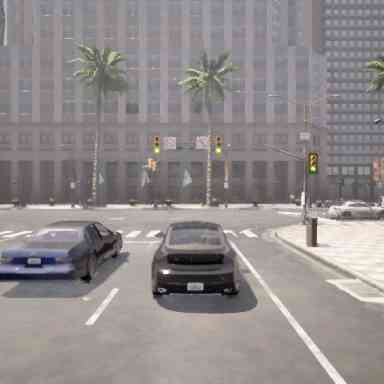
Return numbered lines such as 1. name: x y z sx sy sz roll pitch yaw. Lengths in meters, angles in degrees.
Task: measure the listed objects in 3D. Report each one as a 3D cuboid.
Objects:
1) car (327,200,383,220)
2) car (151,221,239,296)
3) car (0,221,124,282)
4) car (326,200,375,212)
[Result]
1. car: 13.846 1.526 27.749 4.674 1.442 1.812 0 0 0
2. car: 0.075 1.506 8.626 1.837 1.490 4.892 0 0 0
3. car: -3.421 1.548 9.750 2.033 1.411 5.357 0 0 0
4. car: 18.217 1.601 38.437 4.718 1.301 1.895 0 0 0
